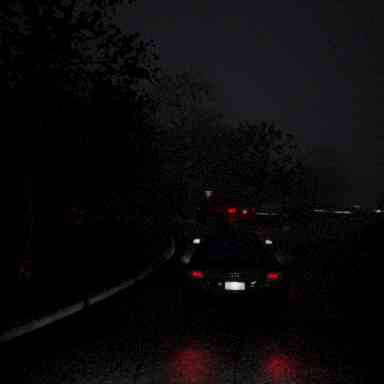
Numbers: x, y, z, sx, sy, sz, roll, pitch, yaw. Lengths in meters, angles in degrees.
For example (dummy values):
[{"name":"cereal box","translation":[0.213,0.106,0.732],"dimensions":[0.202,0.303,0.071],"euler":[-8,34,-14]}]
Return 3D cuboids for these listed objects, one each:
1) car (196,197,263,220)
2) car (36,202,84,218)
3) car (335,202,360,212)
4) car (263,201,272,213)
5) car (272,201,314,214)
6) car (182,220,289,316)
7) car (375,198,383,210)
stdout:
[{"name":"car","translation":[2.240,1.346,23.261],"dimensions":[2.150,2.045,5.566],"euler":[0,-1,-23]},{"name":"car","translation":[-12.553,1.701,31.686],"dimensions":[4.674,1.442,1.812],"euler":[0,0,17]},{"name":"car","translation":[24.024,2.232,51.232],"dimensions":[5.357,1.411,2.033],"euler":[1,-1,-44]},{"name":"car","translation":[10.020,1.914,41.916],"dimensions":[4.674,1.442,1.812],"euler":[1,-1,-27]},{"name":"car","translation":[12.317,1.894,39.458],"dimensions":[4.892,1.490,1.837],"euler":[1,-1,-28]},{"name":"car","translation":[0.938,1.593,7.706],"dimensions":[1.994,1.385,4.181],"euler":[0,0,6]},{"name":"car","translation":[33.109,1.992,57.404],"dimensions":[2.150,2.045,5.566],"euler":[0,-1,33]}]
